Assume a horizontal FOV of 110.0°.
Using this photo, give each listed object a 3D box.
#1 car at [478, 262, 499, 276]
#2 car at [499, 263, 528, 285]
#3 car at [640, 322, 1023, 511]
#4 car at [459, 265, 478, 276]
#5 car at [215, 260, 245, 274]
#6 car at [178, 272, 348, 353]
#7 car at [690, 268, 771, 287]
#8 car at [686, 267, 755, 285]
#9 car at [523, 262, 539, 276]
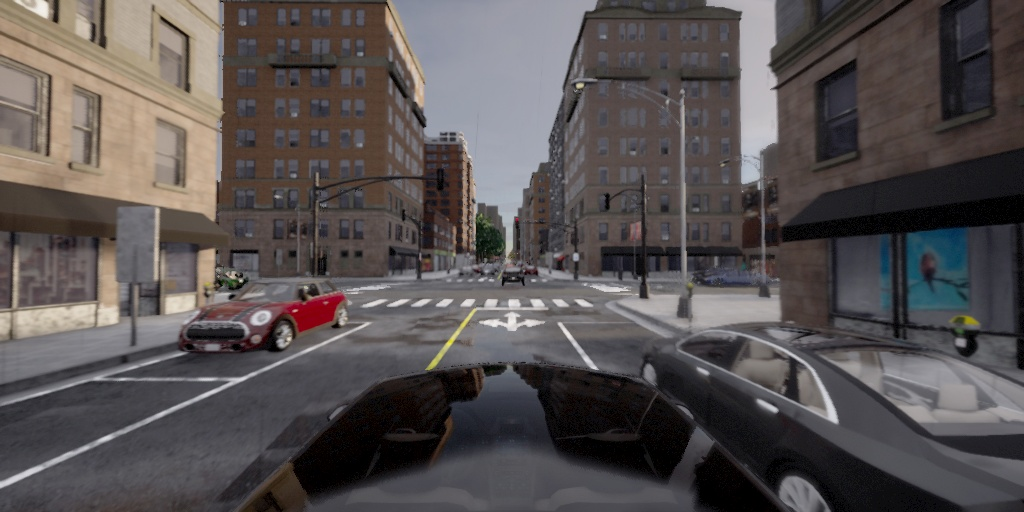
[{"bbox_3d":[-3.211,1.889,47.785,2.128,1.511,4.902,0,-1,0],"label":"car"},{"bbox_3d":[0.103,1.621,30.558,1.882,1.535,5.008,0,-1,0],"label":"car"},{"bbox_3d":[2.670,1.325,3.509,2.007,1.370,4.403,0,0,0],"label":"car"},{"bbox_3d":[-5.983,1.941,47.355,2.007,1.370,4.403,0,0,-1],"label":"car"},{"bbox_3d":[-19.201,1.125,21.767,5.566,2.045,2.150,0,-1,0],"label":"car"},{"bbox_3d":[-5.856,1.288,8.998,1.967,1.591,4.097,0,0,0],"label":"car"},{"bbox_3d":[17.575,1.756,28.662,5.357,1.411,2.033,0,-1,0],"label":"car"},{"bbox_3d":[18.425,1.773,31.915,4.902,1.511,2.128,0,-1,0],"label":"car"},{"bbox_3d":[2.542,1.937,47.430,1.888,1.381,4.507,0,0,-1],"label":"car"}]
